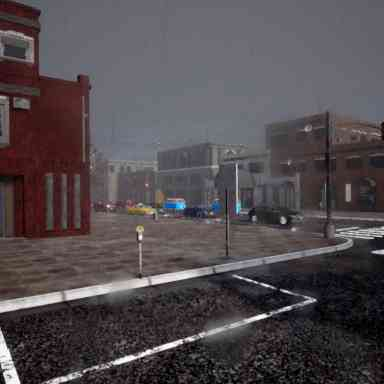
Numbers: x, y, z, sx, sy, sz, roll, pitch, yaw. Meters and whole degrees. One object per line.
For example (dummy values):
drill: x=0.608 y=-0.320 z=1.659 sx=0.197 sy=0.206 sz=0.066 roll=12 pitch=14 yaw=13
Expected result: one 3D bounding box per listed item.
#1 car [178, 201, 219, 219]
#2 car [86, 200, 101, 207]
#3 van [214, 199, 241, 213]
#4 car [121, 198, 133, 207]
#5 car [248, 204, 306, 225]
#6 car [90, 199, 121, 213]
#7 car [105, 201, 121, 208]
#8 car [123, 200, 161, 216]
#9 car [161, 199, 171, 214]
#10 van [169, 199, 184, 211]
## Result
car: x=0.785 y=1.950 z=34.354 sx=1.994 sy=1.385 sz=4.181 roll=-1 pitch=0 yaw=-35
car: x=-22.640 y=2.594 z=76.246 sx=1.802 sy=1.307 sz=4.206 roll=-2 pitch=0 yaw=-36
van: x=4.040 y=1.707 z=39.672 sx=1.690 sy=1.788 sz=3.998 roll=-2 pitch=0 yaw=-36
car: x=-12.640 y=2.085 z=62.530 sx=2.192 sy=1.841 sz=5.009 roll=-2 pitch=0 yaw=-36
car: x=6.608 y=1.750 z=26.353 sx=1.837 sy=1.490 sz=4.892 roll=-1 pitch=0 yaw=-36
car: x=-12.735 y=2.001 z=48.501 sx=2.192 sy=1.841 sz=5.009 roll=-2 pitch=0 yaw=-36
car: x=-15.968 y=2.432 z=67.102 sx=1.802 sy=1.307 sz=4.206 roll=-2 pitch=0 yaw=-36
car: x=-5.958 y=2.047 z=39.221 sx=1.752 sy=1.417 sz=4.829 roll=-2 pitch=0 yaw=-36
car: x=-5.144 y=2.033 z=42.479 sx=1.837 sy=1.490 sz=4.892 roll=-1 pitch=0 yaw=-36
van: x=-2.631 y=1.868 z=48.814 sx=1.690 sy=1.788 sz=3.998 roll=-2 pitch=0 yaw=-36
